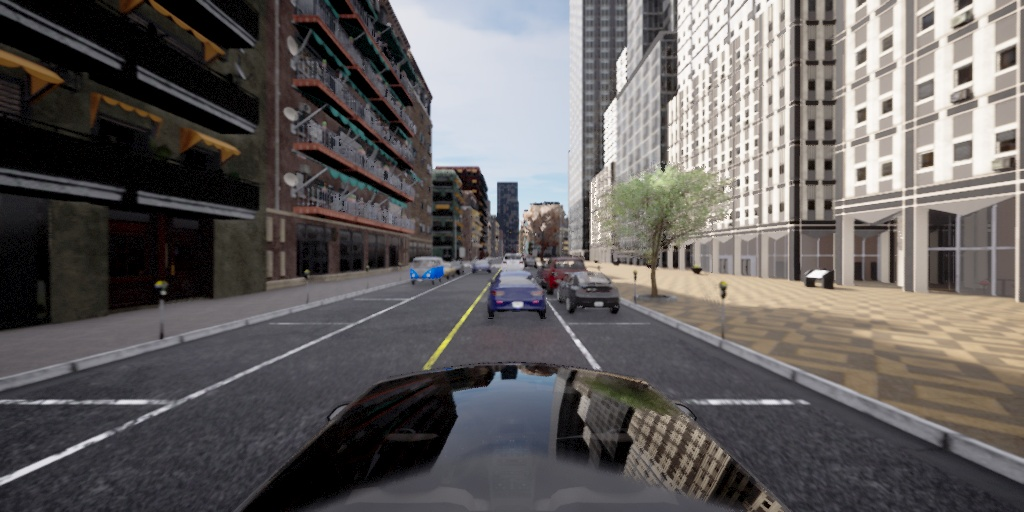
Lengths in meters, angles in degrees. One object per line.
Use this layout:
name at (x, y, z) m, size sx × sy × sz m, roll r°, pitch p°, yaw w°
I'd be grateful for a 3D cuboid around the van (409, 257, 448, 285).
van at (-5.701, 0.969, 24.325) m, size 1.690 × 1.789 × 3.998 m, roll 0°, pitch 0°, yaw 0°

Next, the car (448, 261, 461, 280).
car at (-5.704, 1.126, 29.678) m, size 1.751 × 1.417 × 4.829 m, roll 0°, pitch 0°, yaw 0°

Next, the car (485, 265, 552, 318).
car at (0.113, 1.217, 12.552) m, size 1.812 × 1.442 × 4.674 m, roll 0°, pitch 0°, yaw -1°

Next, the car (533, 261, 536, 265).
car at (2.680, 1.194, 24.328) m, size 1.948 × 1.339 × 4.313 m, roll 0°, pitch 0°, yaw 0°

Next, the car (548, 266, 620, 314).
car at (2.685, 1.237, 13.283) m, size 2.007 × 1.370 × 4.403 m, roll 0°, pitch 0°, yaw 0°

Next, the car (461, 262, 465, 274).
car at (-5.706, 1.139, 35.371) m, size 1.948 × 1.339 × 4.313 m, roll 0°, pitch 0°, yaw 0°

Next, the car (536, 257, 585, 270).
car at (2.683, 0.972, 18.807) m, size 2.192 × 1.841 × 5.009 m, roll 0°, pitch 0°, yaw 0°

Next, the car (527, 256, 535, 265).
car at (2.667, 1.064, 51.942) m, size 1.948 × 1.339 × 4.313 m, roll 0°, pitch 0°, yaw 0°

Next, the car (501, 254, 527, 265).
car at (0.084, 0.789, 36.712) m, size 2.150 × 2.045 × 5.566 m, roll 0°, pitch 0°, yaw 0°

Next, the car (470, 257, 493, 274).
car at (-3.078, 1.090, 37.186) m, size 1.812 × 1.442 × 4.674 m, roll 0°, pitch 0°, yaw 0°
